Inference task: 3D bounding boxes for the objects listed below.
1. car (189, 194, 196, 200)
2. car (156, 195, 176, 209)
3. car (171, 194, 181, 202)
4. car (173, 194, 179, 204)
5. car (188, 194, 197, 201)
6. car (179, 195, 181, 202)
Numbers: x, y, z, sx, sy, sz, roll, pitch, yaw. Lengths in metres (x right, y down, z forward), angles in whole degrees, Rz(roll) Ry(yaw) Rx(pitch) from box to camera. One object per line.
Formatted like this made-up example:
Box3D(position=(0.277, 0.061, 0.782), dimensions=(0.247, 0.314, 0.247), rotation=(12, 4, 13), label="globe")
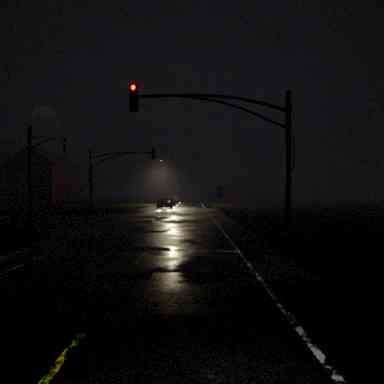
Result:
Box3D(position=(0.038, 1.377, 86.335), dimensions=(1.837, 1.490, 4.892), rotation=(0, 0, 0), label="car")
Box3D(position=(-3.569, 1.525, 44.445), dimensions=(1.994, 1.385, 4.181), rotation=(0, 0, 0), label="car")
Box3D(position=(-3.467, 1.257, 72.434), dimensions=(2.097, 1.767, 4.553), rotation=(0, 0, 0), label="car")
Box3D(position=(-3.556, 1.473, 53.106), dimensions=(1.812, 1.442, 4.674), rotation=(0, 0, 0), label="car")
Box3D(position=(0.034, 1.454, 76.743), dimensions=(1.994, 1.385, 4.181), rotation=(0, 0, 0), label="car")
Box3D(position=(-3.532, 1.409, 62.457), dimensions=(1.882, 1.535, 5.008), rotation=(0, 0, 1), label="car")
